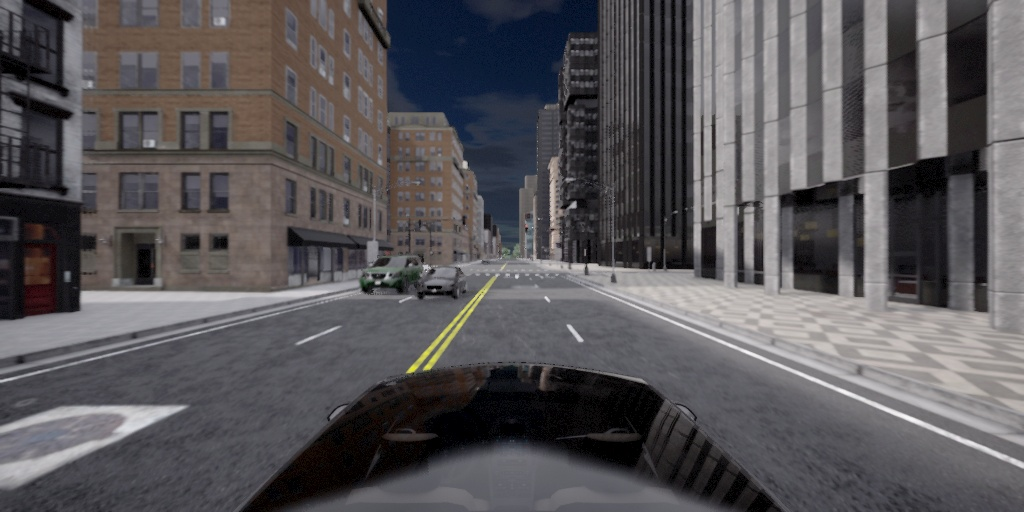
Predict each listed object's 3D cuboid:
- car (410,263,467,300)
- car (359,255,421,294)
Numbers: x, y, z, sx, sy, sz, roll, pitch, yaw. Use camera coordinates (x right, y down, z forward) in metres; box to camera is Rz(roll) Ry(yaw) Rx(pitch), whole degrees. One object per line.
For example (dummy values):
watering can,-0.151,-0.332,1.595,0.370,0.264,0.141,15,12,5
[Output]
car,-3.343,1.256,17.838,1.837,1.490,4.892,0,0,0
car,-6.592,0.972,20.385,2.150,2.045,5.566,0,0,0
